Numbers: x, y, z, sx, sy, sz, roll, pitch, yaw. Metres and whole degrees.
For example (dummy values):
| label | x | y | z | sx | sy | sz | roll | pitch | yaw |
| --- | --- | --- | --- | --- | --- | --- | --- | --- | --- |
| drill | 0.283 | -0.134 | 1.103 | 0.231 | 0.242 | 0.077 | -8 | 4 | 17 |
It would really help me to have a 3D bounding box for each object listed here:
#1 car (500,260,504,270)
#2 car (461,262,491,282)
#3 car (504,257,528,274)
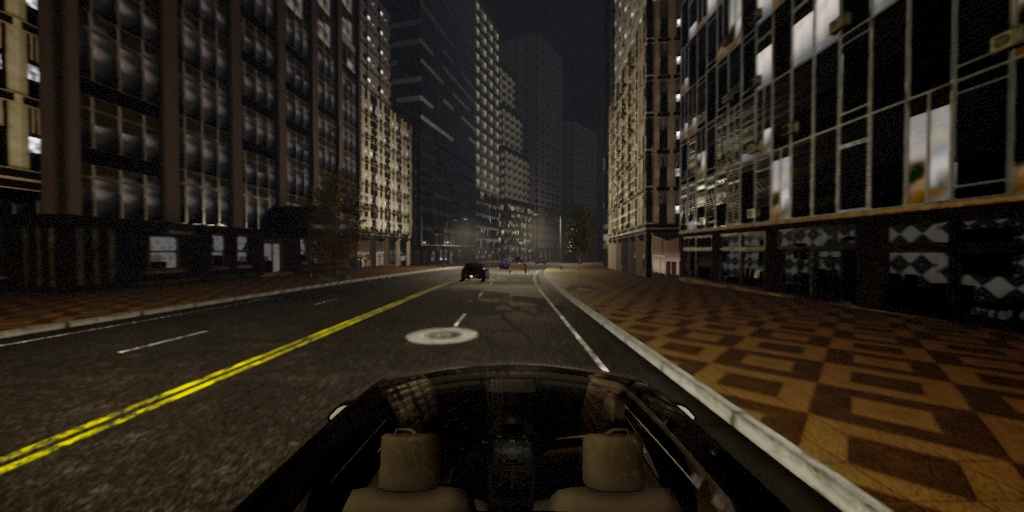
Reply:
| label | x | y | z | sx | sy | sz | roll | pitch | yaw |
| --- | --- | --- | --- | --- | --- | --- | --- | --- | --- |
| car | -0.603 | 1.256 | 53.189 | 1.882 | 1.535 | 5.008 | 0 | 0 | 8 |
| car | -2.884 | 1.257 | 28.871 | 1.837 | 1.490 | 4.892 | 0 | 0 | 2 |
| car | 0.613 | 0.891 | 35.968 | 1.801 | 1.575 | 5.366 | 0 | 0 | 4 |
